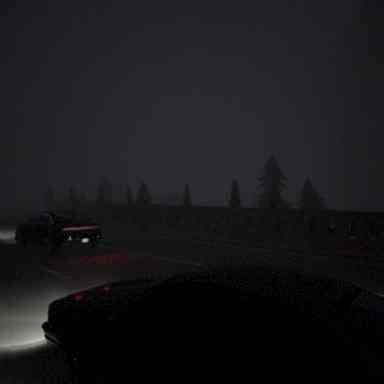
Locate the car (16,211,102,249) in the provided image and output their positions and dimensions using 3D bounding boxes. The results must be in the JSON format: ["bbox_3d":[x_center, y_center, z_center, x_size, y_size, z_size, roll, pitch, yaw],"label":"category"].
[{"bbox_3d":[-5.577,1.522,13.639,4.902,1.511,2.128,0,0,44],"label":"car"}]

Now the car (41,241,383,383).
[{"bbox_3d":[0.516,1.560,3.718,5.357,1.411,2.033,0,0,37],"label":"car"}]
